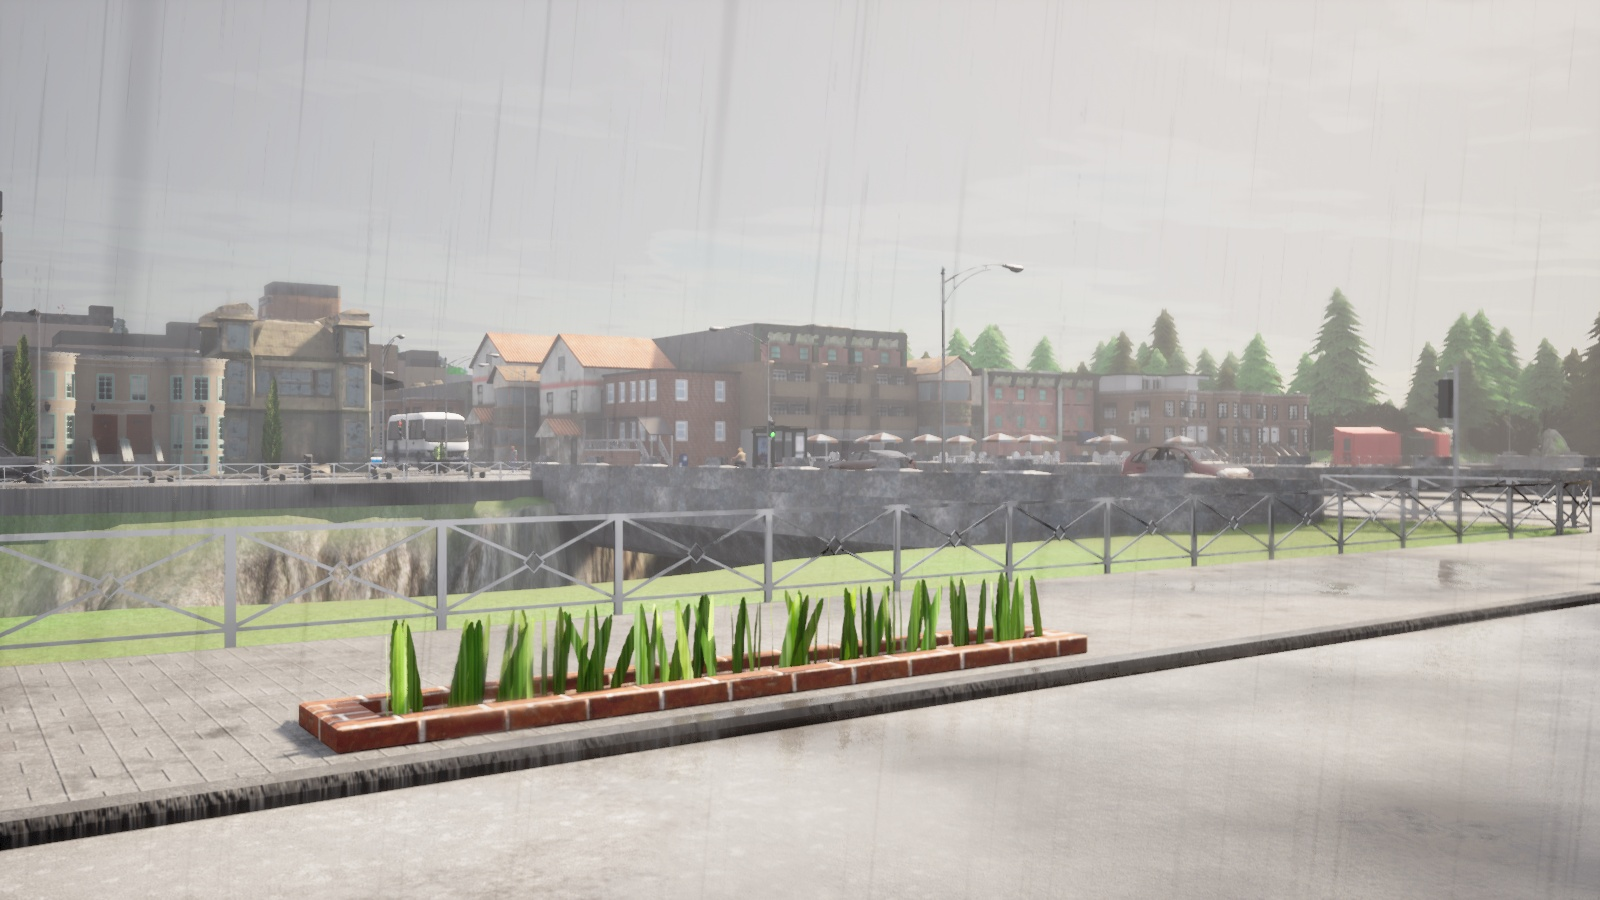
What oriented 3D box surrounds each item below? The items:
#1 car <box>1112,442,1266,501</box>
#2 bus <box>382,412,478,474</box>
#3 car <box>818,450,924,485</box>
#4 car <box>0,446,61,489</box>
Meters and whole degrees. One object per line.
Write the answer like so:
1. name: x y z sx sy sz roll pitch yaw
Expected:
1. car: 11.242 0.592 36.511 1.851 1.617 3.988 0 0 -35
2. bus: -27.140 -0.468 91.713 3.944 4.253 10.273 0 0 -33
3. car: 3.078 0.740 55.244 2.163 1.488 4.792 0 0 -35
4. car: -35.139 0.760 55.007 4.605 1.855 1.932 0 0 -35
